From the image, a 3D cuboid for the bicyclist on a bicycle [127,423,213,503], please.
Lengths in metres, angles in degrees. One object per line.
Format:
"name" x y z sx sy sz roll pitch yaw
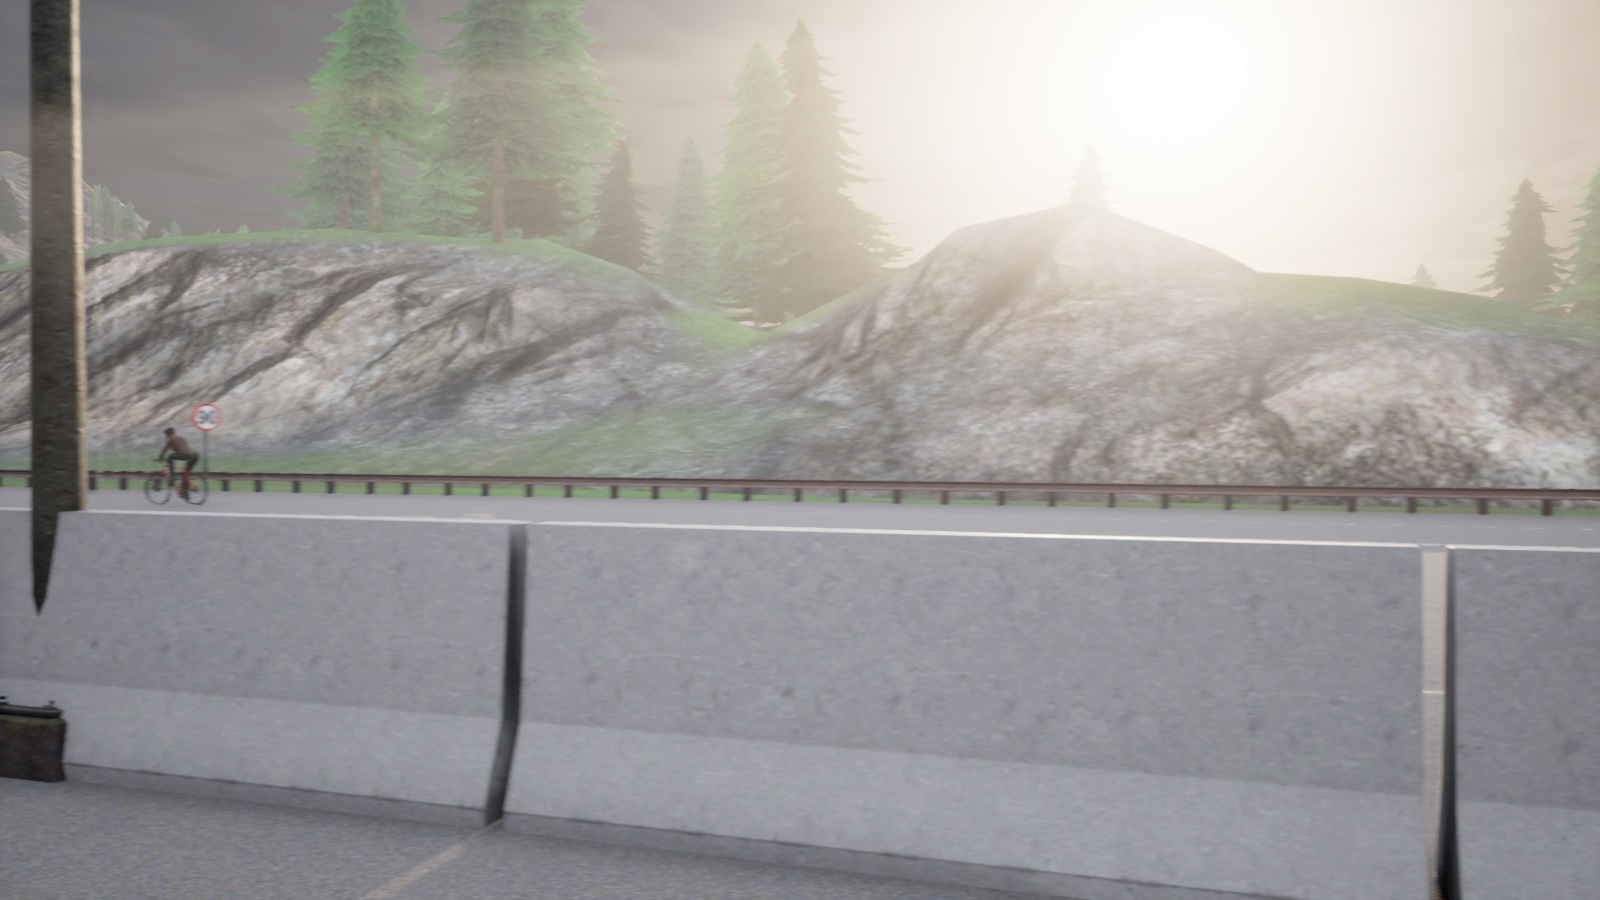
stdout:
"bicyclist on a bicycle" -13.078 0.257 26.055 1.656 1.620 0.582 0 1 19
